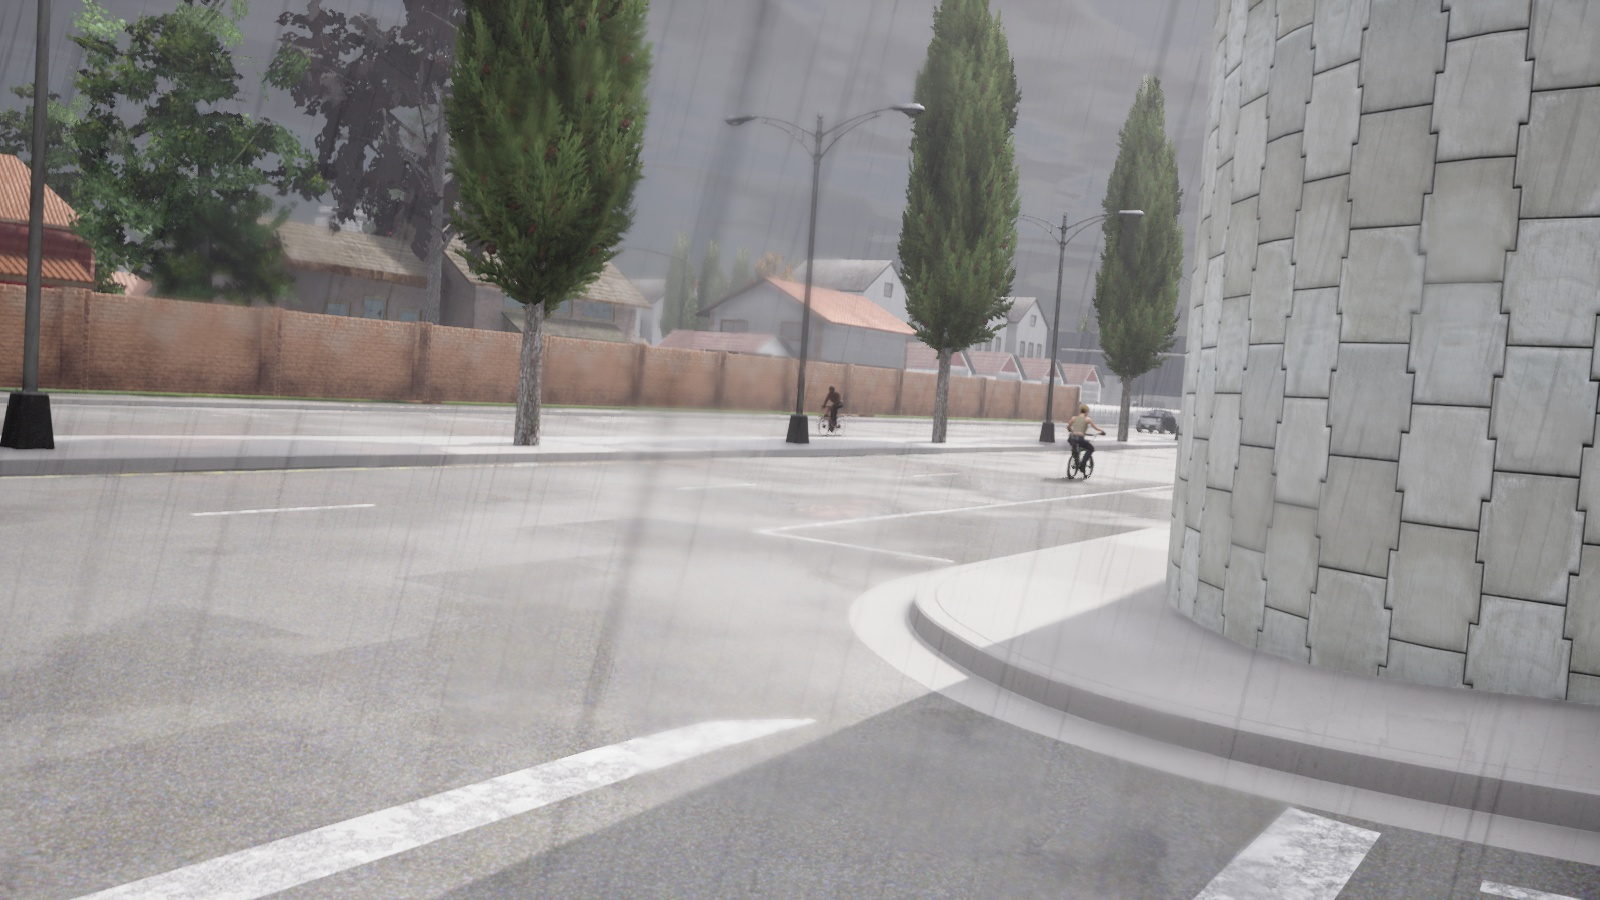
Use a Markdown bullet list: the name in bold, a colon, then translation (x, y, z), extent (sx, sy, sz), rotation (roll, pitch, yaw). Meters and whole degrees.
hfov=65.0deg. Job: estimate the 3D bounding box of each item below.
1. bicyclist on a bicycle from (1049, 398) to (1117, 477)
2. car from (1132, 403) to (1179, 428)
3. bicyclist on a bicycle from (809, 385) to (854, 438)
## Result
- **bicyclist on a bicycle**: translation (6.074, -0.277, 26.930), extent (0.866, 1.612, 1.509), rotation (5, 4, 33)
- **car**: translation (22.886, -2.212, 80.872), extent (1.845, 1.501, 3.633), rotation (5, 4, 32)
- **bicyclist on a bicycle**: translation (1.010, -1.237, 40.273), extent (0.582, 1.620, 1.656), rotation (5, 4, 33)
